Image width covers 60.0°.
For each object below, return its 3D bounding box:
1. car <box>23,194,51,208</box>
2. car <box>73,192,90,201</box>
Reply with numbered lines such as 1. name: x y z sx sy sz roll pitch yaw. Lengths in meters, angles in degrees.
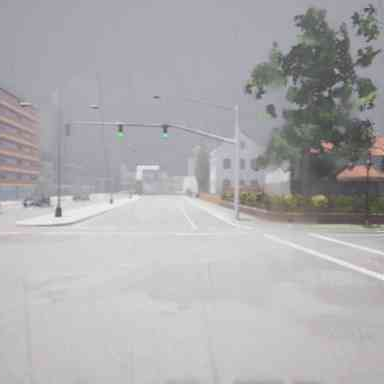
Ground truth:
1. car: -18.111 1.011 39.029 2.128 1.511 4.902 1 1 -4
2. car: -19.452 0.719 58.640 2.097 1.767 4.553 1 0 -4
